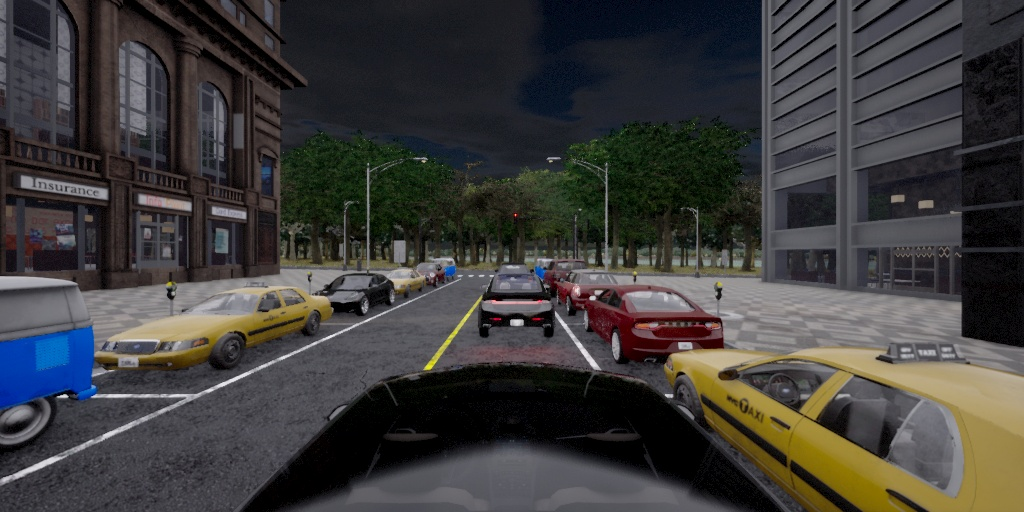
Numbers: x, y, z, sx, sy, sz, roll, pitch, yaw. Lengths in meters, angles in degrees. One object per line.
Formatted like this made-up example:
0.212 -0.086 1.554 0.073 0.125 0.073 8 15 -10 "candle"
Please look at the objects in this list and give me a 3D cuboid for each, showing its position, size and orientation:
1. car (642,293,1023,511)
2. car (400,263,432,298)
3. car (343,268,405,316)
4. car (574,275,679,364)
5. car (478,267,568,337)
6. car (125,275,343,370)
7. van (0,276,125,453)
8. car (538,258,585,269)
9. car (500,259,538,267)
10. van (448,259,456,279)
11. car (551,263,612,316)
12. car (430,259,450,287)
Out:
2.763 1.276 2.681 1.751 1.417 4.829 0 0 0 "car"
-5.741 1.283 18.665 1.751 1.417 4.829 0 0 0 "car"
-5.748 1.320 13.397 1.948 1.339 4.313 0 0 0 "car"
2.770 1.297 7.949 1.888 1.381 4.507 0 0 0 "car"
0.111 1.245 10.263 2.128 1.511 4.902 0 0 0 "car"
-5.756 1.278 7.790 1.751 1.417 4.829 0 0 0 "car"
-5.762 1.091 2.522 1.690 1.789 3.998 0 0 0 "van"
2.784 1.072 18.824 2.192 1.841 5.009 0 0 0 "car"
0.124 1.109 19.228 2.097 1.767 4.553 0 0 1 "car"
-5.727 1.104 29.710 1.690 1.789 3.998 0 0 0 "van"
2.777 1.194 13.386 1.967 1.591 4.097 0 0 0 "car"
-5.734 1.200 24.272 1.967 1.591 4.097 0 0 0 "car"
